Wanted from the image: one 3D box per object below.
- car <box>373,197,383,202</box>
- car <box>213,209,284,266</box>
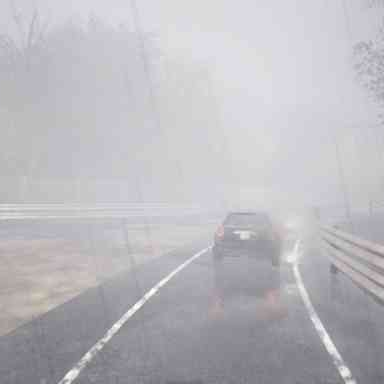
[{"bbox_3d":[38.935,1.760,68.751,1.882,1.535,5.008,1,-1,39],"label":"car"},{"bbox_3d":[2.203,1.388,12.151,2.097,1.767,4.553,1,0,16],"label":"car"}]
